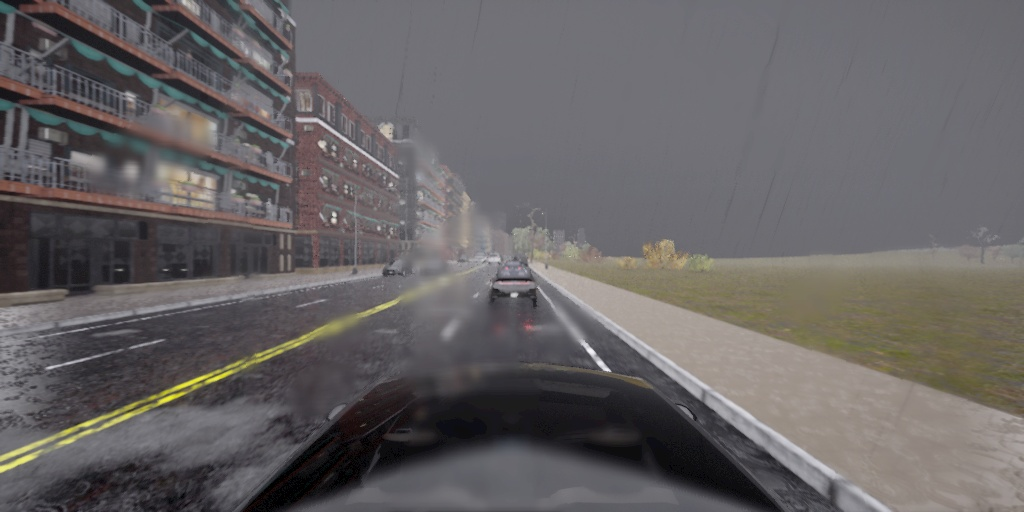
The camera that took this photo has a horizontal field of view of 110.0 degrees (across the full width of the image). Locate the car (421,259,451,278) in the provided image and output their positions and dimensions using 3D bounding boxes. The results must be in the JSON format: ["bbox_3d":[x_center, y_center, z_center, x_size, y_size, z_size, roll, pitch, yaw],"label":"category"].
[{"bbox_3d":[-6.597,1.071,31.564,1.837,1.490,4.892,0,0,0],"label":"car"}]

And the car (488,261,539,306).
[{"bbox_3d":[0.086,1.160,15.122,2.128,1.511,4.902,0,0,0],"label":"car"}]

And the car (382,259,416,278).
[{"bbox_3d":[-9.847,1.072,31.564,1.837,1.490,4.892,0,0,0],"label":"car"}]

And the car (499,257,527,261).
[{"bbox_3d":[0.090,1.099,33.831,2.033,1.411,5.357,0,0,0],"label":"car"}]

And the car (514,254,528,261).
[{"bbox_3d":[1.124,0.673,50.355,2.150,2.045,5.566,0,0,0],"label":"car"}]
